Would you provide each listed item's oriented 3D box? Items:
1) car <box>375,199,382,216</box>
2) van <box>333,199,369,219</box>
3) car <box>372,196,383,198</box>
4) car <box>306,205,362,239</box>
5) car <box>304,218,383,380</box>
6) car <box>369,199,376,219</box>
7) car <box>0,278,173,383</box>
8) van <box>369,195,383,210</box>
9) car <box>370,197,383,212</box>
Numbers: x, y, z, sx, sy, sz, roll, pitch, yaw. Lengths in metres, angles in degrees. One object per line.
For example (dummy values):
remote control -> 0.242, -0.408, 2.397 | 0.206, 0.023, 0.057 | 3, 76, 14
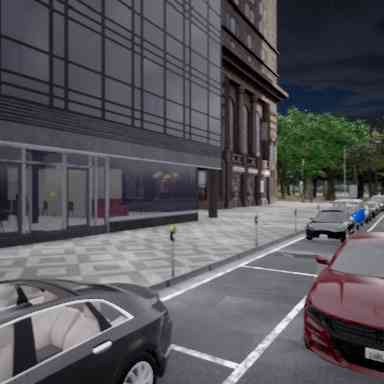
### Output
car -> 15.716, 1.569, 30.096 | 1.947, 1.339, 4.313 | 0, 0, 33
van -> 9.848, 1.342, 20.940 | 1.690, 1.788, 3.998 | 0, 0, 33
car -> 21.584, 1.447, 39.252 | 1.967, 1.590, 4.097 | 0, 0, 33
car -> 6.914, 1.566, 16.362 | 1.947, 1.339, 4.313 | 0, 0, 33
car -> 3.338, 1.477, 5.659 | 1.882, 1.535, 5.008 | 0, 0, 33
car -> 12.691, 1.527, 25.375 | 1.752, 1.417, 4.829 | 0, 0, 33
car -> -1.888, 1.551, 2.628 | 2.008, 1.369, 4.403 | 0, 0, 33
van -> 24.518, 1.350, 43.831 | 1.690, 1.788, 3.998 | 0, 0, 33
car -> 18.559, 1.530, 34.531 | 1.752, 1.417, 4.829 | 0, 0, 33
